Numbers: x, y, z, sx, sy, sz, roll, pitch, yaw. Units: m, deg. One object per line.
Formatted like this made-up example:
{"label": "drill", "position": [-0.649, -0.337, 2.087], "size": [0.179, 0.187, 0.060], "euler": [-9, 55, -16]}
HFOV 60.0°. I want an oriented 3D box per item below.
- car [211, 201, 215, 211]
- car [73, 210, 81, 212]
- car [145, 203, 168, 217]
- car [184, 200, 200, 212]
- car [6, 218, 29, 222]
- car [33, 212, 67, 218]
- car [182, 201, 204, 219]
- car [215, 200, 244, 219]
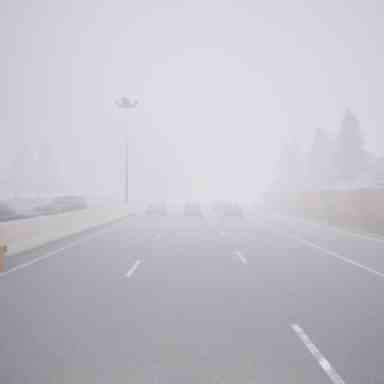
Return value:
{"label": "car", "position": [3.514, 1.758, 43.105], "size": [1.994, 1.385, 4.181], "euler": [0, 0, 1]}
{"label": "car", "position": [-10.562, 1.343, 28.138], "size": [2.150, 2.045, 5.566], "euler": [0, 0, 1]}
{"label": "car", "position": [-3.427, 1.750, 33.258], "size": [1.895, 1.301, 4.718], "euler": [0, 0, 0]}
{"label": "car", "position": [0.008, 1.794, 43.075], "size": [1.895, 1.301, 4.718], "euler": [0, 0, 1]}
{"label": "car", "position": [-10.599, 1.554, 17.179], "size": [1.882, 1.535, 5.008], "euler": [0, 0, 0]}
{"label": "car", "position": [-10.513, 1.667, 23.015], "size": [1.994, 1.385, 4.181], "euler": [0, 0, 0]}
{"label": "car", "position": [0.082, 1.686, 30.882], "size": [2.033, 1.411, 5.357], "euler": [0, 0, 0]}
{"label": "car", "position": [3.584, 1.686, 30.808], "size": [2.033, 1.411, 5.357], "euler": [0, 0, 0]}
